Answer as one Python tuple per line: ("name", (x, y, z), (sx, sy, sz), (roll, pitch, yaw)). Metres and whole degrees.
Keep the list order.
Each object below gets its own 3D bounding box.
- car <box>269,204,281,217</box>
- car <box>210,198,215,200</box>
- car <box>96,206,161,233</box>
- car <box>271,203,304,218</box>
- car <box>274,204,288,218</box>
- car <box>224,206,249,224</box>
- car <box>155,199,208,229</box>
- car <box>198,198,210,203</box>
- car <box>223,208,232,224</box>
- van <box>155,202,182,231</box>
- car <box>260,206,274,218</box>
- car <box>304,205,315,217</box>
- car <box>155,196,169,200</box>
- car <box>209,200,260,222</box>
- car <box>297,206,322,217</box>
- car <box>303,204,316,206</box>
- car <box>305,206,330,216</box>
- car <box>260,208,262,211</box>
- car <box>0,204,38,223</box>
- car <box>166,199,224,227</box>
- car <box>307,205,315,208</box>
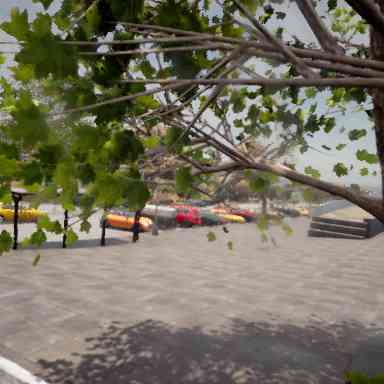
("car", (10.534, 3.078, 49.827), (4.553, 1.767, 2.185), (7, 2, 16))
("car", (3.610, 1.957, 68.953), (1.882, 1.535, 5.008), (7, 2, 36))
("car", (-5.393, 2.287, 27.962), (4.553, 1.767, 2.185), (7, 2, 16))
("car", (15.794, 3.232, 57.145), (5.566, 2.045, 2.435), (7, 2, 16))
("car", (12.224, 3.161, 52.288), (4.553, 1.767, 2.185), (7, 2, 16))
("car", (3.667, 2.869, 40.050), (5.366, 1.575, 1.946), (7, 2, 16))
("car", (-1.806, 2.339, 32.791), (5.566, 2.045, 2.435), (7, 3, 16))
("car", (0.468, 2.032, 59.584), (2.033, 1.411, 5.357), (7, 2, 36))
("car", (1.724, 2.805, 37.670), (4.674, 1.452, 2.002), (7, 2, 16))
("van", (-3.670, 2.267, 30.392), (4.442, 1.987, 1.878), (7, 3, 16))
("car", (8.747, 3.113, 47.402), (4.892, 1.521, 2.231), (7, 3, 16))
("car", (19.414, 3.697, 61.981), (5.366, 1.575, 1.946), (7, 2, 16))
("car", (-5.485, 1.504, 56.419), (1.882, 1.535, 5.008), (7, 2, 36))
("car", (5.295, 2.690, 42.520), (5.566, 2.045, 2.435), (7, 2, 16))
("car", (24.446, 4.020, 69.343), (4.792, 1.488, 2.163), (7, 2, 16))
("car", (22.728, 3.635, 66.894), (5.566, 2.045, 2.435), (7, 2, 16))
("car", (27.968, 4.212, 74.218), (5.008, 1.535, 2.097), (7, 2, 16))
("car", (7.019, 3.055, 44.969), (4.792, 1.488, 2.163), (7, 2, 16))
("car", (-13.576, 1.570, 25.494), (1.882, 1.535, 5.008), (7, 1, 37))
("car", (0.021, 2.432, 35.215), (5.566, 2.045, 2.435), (7, 2, 16))
("car", (20.803, 3.757, 64.511), (5.366, 1.575, 1.946), (7, 2, 16))
